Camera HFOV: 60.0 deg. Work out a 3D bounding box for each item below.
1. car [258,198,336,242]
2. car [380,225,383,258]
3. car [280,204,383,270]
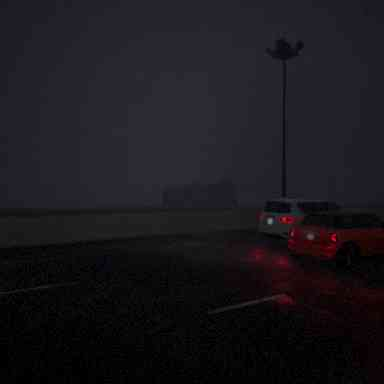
[{"bbox_3d":[5.688,1.325,15.644,5.566,2.045,2.150,0,0,-30],"label":"car"},{"bbox_3d":[7.041,1.604,8.331,4.674,1.442,1.812,1,0,-30],"label":"car"},{"bbox_3d":[5.548,1.434,11.505,4.553,1.767,2.097,1,0,-30],"label":"car"}]
